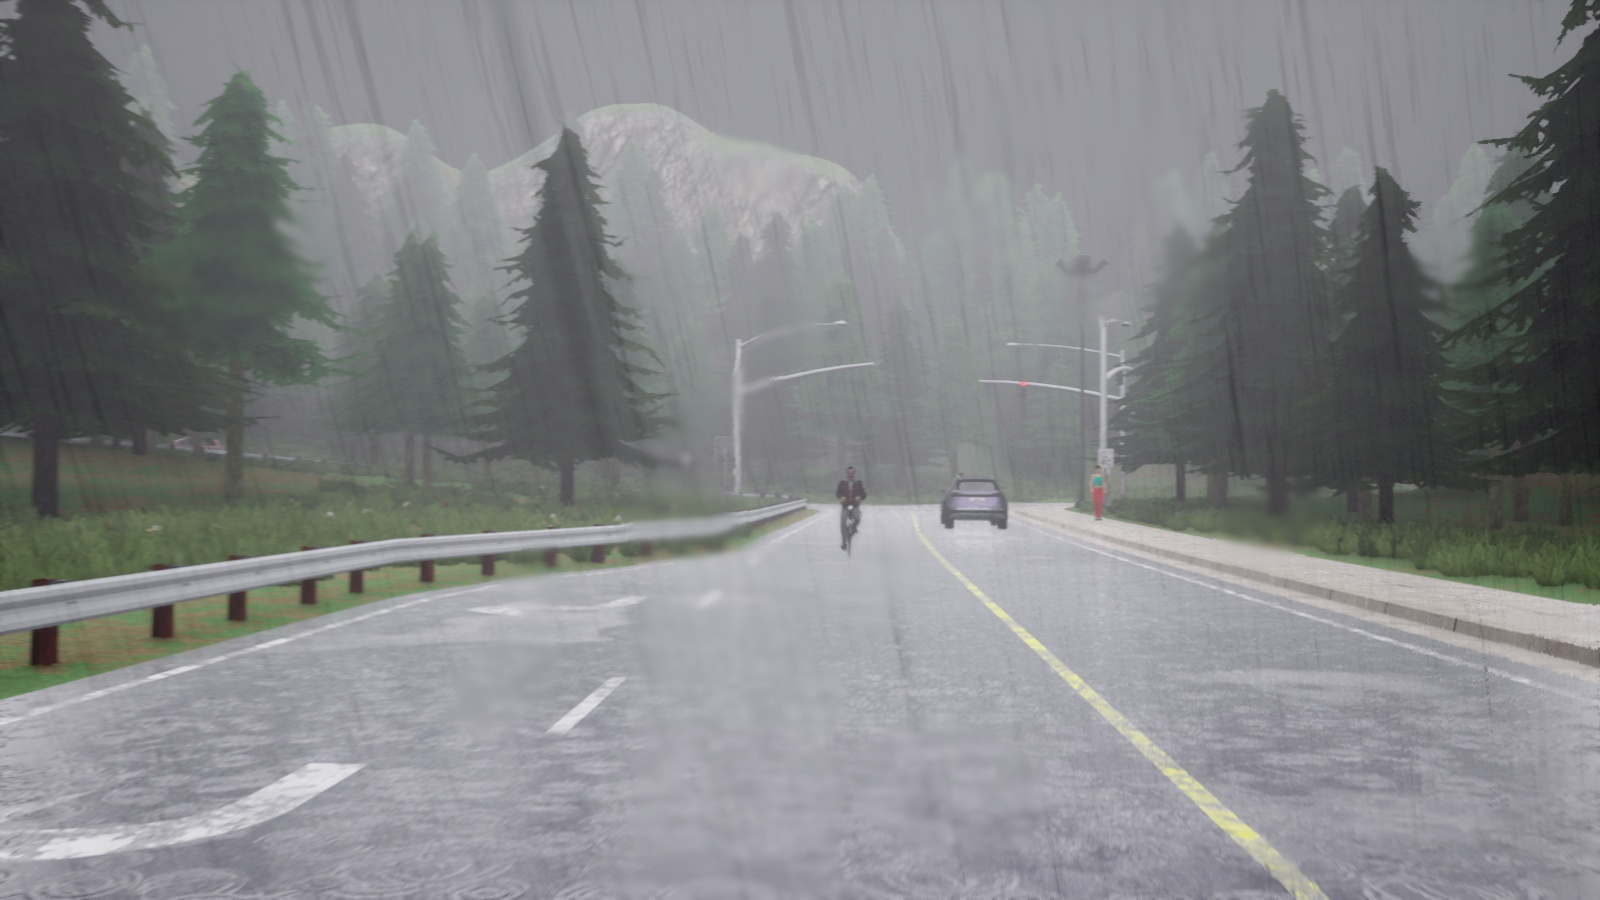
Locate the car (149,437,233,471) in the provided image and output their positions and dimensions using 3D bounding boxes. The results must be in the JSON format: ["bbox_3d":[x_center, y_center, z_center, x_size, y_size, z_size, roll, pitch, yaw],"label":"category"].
[{"bbox_3d":[-33.165,0.263,68.415,3.633,1.501,1.845,7,-6,-40],"label":"car"}]

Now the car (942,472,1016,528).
[{"bbox_3d":[5.579,1.560,39.662,2.033,1.649,4.856,0,-2,5],"label":"car"}]

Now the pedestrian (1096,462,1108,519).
[{"bbox_3d":[9.906,1.317,41.175,0.345,1.836,0.594,0,-1,16],"label":"pedestrian"}]

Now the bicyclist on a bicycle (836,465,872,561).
[{"bbox_3d":[1.054,1.188,24.215,0.659,1.776,1.843,0,-1,3],"label":"bicyclist on a bicycle"}]
